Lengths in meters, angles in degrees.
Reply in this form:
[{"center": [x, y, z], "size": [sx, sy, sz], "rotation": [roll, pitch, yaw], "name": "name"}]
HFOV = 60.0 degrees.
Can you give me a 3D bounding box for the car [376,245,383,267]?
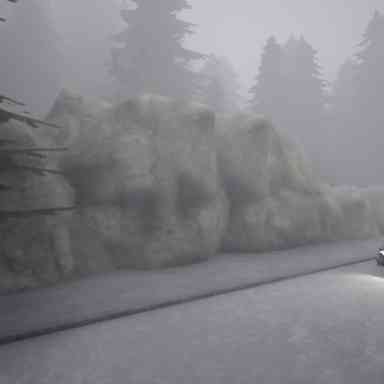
[{"center": [7.769, 1.607, 10.144], "size": [5.357, 1.411, 2.033], "rotation": [0, 0, -35], "name": "car"}]
